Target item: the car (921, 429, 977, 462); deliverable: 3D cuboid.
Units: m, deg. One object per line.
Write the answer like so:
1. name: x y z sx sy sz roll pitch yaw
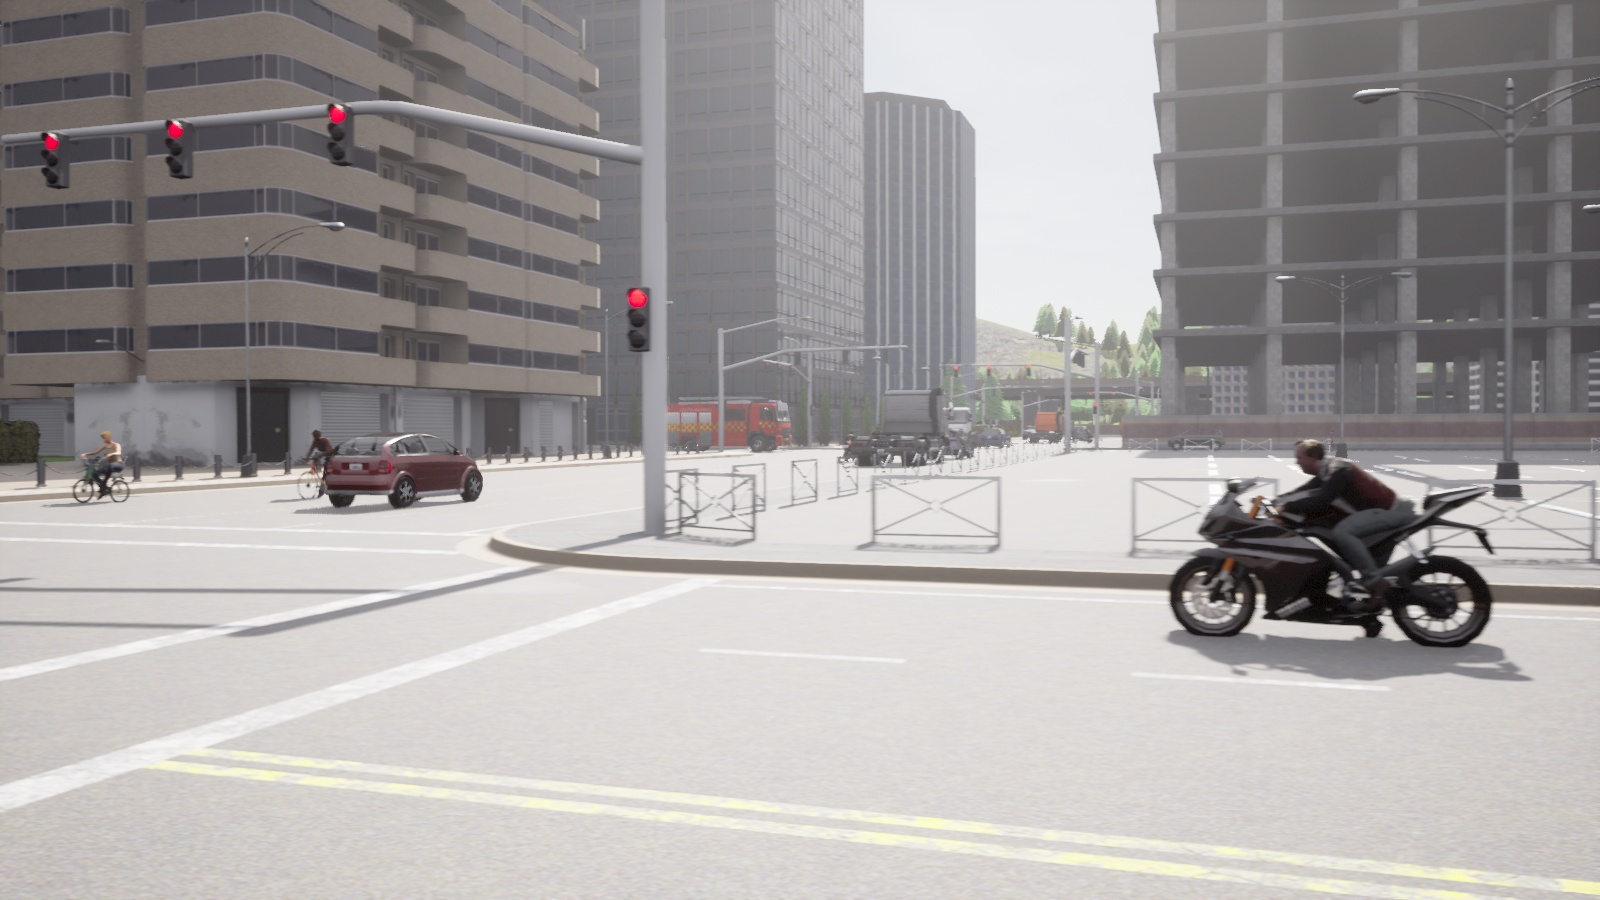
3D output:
1. car: 7.892 -0.275 66.120 2.033 1.649 4.856 1 1 18

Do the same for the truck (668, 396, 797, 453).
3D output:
1. truck: -4.691 -1.807 87.237 8.468 3.827 2.891 1 1 17

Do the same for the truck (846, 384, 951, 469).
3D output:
1. truck: 4.498 -1.030 55.523 2.891 3.462 7.936 1 1 18

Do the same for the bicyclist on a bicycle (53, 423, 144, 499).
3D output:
1. bicyclist on a bicycle: -15.461 0.257 27.711 0.866 1.612 1.509 0 -3 18

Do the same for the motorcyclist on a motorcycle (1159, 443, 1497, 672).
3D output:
1. motorcyclist on a motorcycle: 3.826 0.727 9.292 2.191 1.530 0.866 1 1 19

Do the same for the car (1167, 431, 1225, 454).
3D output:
1. car: 26.764 -0.513 84.914 3.705 1.549 1.789 1 1 18

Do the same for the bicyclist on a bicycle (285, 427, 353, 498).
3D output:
1. bicyclist on a bicycle: -11.244 0.265 29.413 0.582 1.620 1.656 1 1 18

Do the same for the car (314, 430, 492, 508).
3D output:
1. car: -8.388 0.343 26.859 1.789 1.549 3.705 1 1 18
